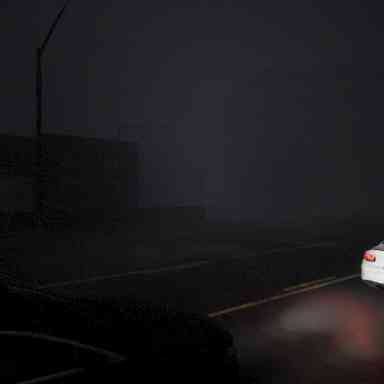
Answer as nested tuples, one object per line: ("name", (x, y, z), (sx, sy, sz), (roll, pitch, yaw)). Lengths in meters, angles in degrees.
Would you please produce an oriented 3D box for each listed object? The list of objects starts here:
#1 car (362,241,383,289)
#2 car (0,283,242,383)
("car", (5.812, 1.526, 7.846), (4.674, 1.442, 1.812), (0, 0, -36))
("car", (-1.766, 1.498, 2.510), (4.902, 1.511, 2.128), (0, 0, -35))
